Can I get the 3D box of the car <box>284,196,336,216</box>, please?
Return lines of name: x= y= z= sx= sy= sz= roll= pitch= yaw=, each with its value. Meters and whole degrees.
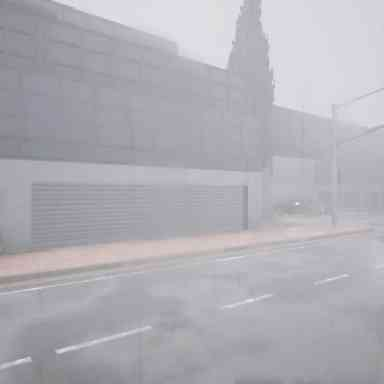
car: x=11.793 y=1.351 z=33.417 sx=2.097 sy=1.767 sz=4.553 roll=0 pitch=0 yaw=-37

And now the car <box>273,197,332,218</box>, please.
car: x=9.703 y=1.491 z=30.360 sx=2.128 sy=1.511 sz=4.902 roll=0 pitch=0 yaw=-37
